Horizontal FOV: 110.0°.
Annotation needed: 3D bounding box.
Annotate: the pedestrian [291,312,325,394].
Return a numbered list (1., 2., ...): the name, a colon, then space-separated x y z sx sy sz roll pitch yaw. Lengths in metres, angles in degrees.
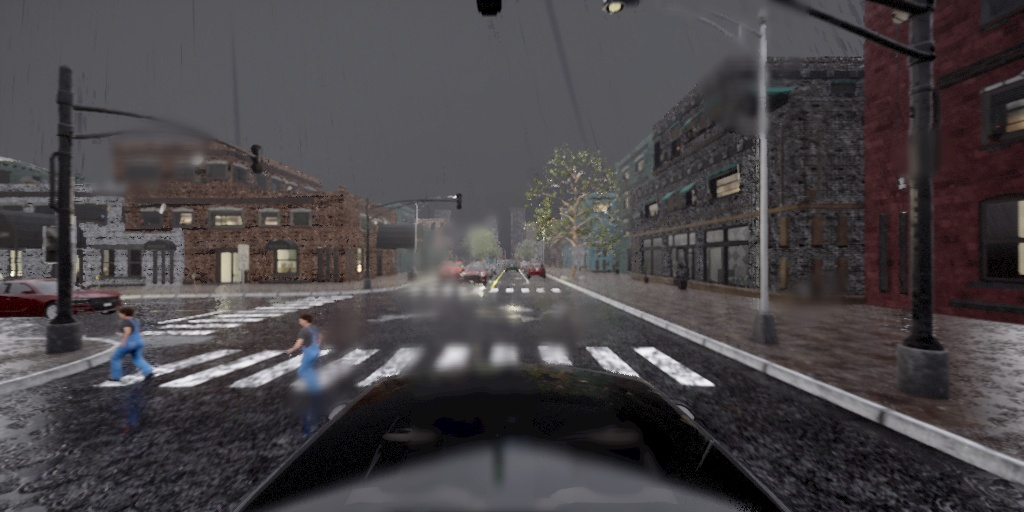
1. pedestrian: -2.990 1.381 5.397 0.375 1.300 0.375 -1 0 0

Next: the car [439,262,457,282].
1. car: -5.685 1.488 34.756 2.192 1.841 5.009 0 0 0

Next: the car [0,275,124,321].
1. car: -18.059 1.632 13.784 5.008 1.535 1.882 -1 0 -1

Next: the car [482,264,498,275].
1. car: -3.088 1.889 51.124 1.837 1.490 4.892 0 -1 0

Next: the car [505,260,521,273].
1. car: 0.002 1.723 60.368 2.150 2.045 5.566 0 -1 0

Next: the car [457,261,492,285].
1. car: -3.094 1.470 30.403 2.097 1.767 4.553 0 -1 0

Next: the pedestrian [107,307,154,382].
1. pedestrian: -6.216 1.376 5.859 0.375 1.300 0.375 -1 0 0

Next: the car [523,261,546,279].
1. car: 2.696 1.560 40.299 2.192 1.841 5.009 0 0 0

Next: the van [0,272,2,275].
1. van: -30.296 1.688 19.436 3.998 1.789 1.690 0 0 -1

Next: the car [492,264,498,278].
1. car: -3.093 1.740 40.556 2.128 1.511 4.902 0 -1 0

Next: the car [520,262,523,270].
1. car: 2.697 2.008 56.930 2.007 1.370 4.403 0 0 0
